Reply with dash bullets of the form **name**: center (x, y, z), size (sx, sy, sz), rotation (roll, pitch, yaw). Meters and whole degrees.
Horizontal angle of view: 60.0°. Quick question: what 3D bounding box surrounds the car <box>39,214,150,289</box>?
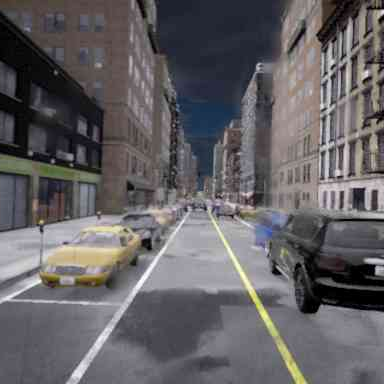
- **car**: center (-2.524, 1.560, 9.335), size (1.752, 1.417, 4.829), rotation (2, -1, 1)

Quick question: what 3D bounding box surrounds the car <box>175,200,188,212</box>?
- **car**: center (-1.862, 1.934, 36.559), size (2.008, 1.369, 4.403), rotation (2, -1, 1)

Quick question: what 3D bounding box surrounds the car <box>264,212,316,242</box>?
- **car**: center (5.761, 1.998, 20.118), size (1.947, 1.339, 4.313), rotation (2, -1, 1)

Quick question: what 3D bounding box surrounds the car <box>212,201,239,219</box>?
- **car**: center (3.545, 2.100, 36.278), size (2.033, 1.411, 5.357), rotation (2, -1, 2)

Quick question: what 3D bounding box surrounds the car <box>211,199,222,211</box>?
- **car**: center (3.821, 2.231, 48.687), size (1.812, 1.442, 4.674), rotation (2, -1, 1)

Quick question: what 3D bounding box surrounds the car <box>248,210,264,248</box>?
- **car**: center (3.804, 1.773, 14.045), size (1.882, 1.535, 5.008), rotation (2, -1, 1)

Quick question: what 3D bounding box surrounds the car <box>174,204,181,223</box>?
- **car**: center (-2.126, 1.829, 25.737), size (1.802, 1.307, 4.206), rotation (2, -1, 1)

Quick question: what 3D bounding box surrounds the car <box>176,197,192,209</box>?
- **car**: center (-1.591, 1.832, 47.383), size (2.192, 1.841, 5.009), rotation (2, -1, 1)

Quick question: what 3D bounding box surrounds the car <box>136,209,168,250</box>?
- **car**: center (-2.389, 1.673, 14.915), size (1.947, 1.339, 4.313), rotation (2, -1, 1)

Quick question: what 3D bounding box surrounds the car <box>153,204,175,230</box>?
- **car**: center (-2.260, 1.701, 20.156), size (1.752, 1.417, 4.829), rotation (2, -1, 1)

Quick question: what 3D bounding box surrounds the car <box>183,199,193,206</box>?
- **car**: center (-0.955, 2.395, 73.833), size (2.008, 1.369, 4.403), rotation (2, -1, 1)

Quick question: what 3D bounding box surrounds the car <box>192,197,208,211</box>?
- **car**: center (1.163, 1.907, 52.091), size (2.150, 2.045, 5.566), rotation (2, -1, 1)

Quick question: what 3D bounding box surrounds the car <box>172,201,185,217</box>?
- **car**: center (-1.994, 1.867, 31.148), size (2.008, 1.369, 4.403), rotation (2, -1, 1)

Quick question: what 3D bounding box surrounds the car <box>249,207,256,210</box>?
- **car**: center (5.893, 2.067, 25.529), size (1.947, 1.339, 4.313), rotation (2, -1, 1)

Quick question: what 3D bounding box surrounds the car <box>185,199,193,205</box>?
- **car**: center (-0.692, 2.500, 84.568), size (1.752, 1.417, 4.829), rotation (2, -1, 1)

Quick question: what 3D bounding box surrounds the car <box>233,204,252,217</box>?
- **car**: center (6.287, 2.286, 41.762), size (1.802, 1.307, 4.206), rotation (2, -1, 1)

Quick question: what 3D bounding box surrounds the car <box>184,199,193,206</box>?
- **car**: center (-0.822, 2.456, 79.286), size (1.887, 1.381, 4.507), rotation (2, -1, 1)

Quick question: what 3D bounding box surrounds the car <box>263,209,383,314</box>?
- **car**: center (3.325, 1.429, 8.128), size (2.150, 2.045, 5.566), rotation (2, -1, 4)

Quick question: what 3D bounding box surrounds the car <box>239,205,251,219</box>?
- **car**: center (6.162, 2.165, 36.522), size (1.752, 1.417, 4.829), rotation (2, -1, 1)
